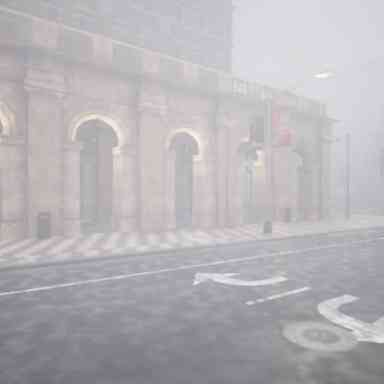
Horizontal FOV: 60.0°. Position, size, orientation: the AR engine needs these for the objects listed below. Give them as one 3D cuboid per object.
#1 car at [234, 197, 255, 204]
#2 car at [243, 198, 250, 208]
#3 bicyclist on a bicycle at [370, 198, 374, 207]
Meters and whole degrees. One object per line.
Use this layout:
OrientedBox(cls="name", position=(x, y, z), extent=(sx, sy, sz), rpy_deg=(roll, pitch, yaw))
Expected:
OrientedBox(cls="car", position=(12.407, 2.071, 78.838), extent=(1.882, 1.535, 5.008), rpy_deg=(1, 0, -36))
OrientedBox(cls="car", position=(9.315, 1.999, 51.917), extent=(1.895, 1.301, 4.718), rpy_deg=(1, 0, -36))
OrientedBox(cls="bicyclist on a bicycle", position=(33.926, 1.986, 62.467), extent=(1.656, 1.620, 0.582), rpy_deg=(0, 0, -36))
